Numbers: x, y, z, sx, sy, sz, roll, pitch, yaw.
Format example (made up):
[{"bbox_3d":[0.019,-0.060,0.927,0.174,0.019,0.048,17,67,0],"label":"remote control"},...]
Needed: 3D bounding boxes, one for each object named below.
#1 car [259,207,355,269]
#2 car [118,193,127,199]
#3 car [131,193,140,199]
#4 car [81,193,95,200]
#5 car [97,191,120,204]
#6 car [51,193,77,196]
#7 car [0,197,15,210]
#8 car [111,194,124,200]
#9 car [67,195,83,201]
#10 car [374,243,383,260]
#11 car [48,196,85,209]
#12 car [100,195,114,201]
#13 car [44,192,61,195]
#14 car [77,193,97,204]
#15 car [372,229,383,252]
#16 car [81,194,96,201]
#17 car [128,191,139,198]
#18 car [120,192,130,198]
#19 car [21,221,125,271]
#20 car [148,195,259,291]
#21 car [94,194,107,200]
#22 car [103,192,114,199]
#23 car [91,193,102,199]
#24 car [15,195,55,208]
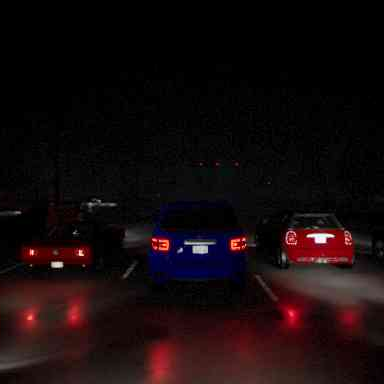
[{"bbox_3d":[3.519,1.335,11.257,2.097,1.767,4.553,0,0,0],"label":"car"},{"bbox_3d":[-19.075,1.056,91.627,2.128,1.511,4.902,0,0,-7],"label":"car"},{"bbox_3d":[-15.364,1.077,90.574,2.033,1.411,5.357,0,0,-7],"label":"car"},{"bbox_3d":[-25.275,1.094,81.148,1.837,1.490,4.892,0,0,-1],"label":"car"},{"bbox_3d":[-14.607,1.081,58.492,2.097,1.767,4.553,0,0,0],"label":"car"},{"bbox_3d":[-21.581,1.270,56.012,1.812,1.442,4.674,0,0,-1],"label":"car"},{"bbox_3d":[-21.409,1.338,36.855,1.882,1.535,5.008,0,0,-1],"label":"car"},{"bbox_3d":[-18.281,1.132,81.479,2.033,1.411,5.357,0,0,-1],"label":"car"},{"bbox_3d":[-25.169,1.246,71.596,1.895,1.301,4.718,0,0,-1],"label":"car"},{"bbox_3d":[3.597,1.490,2.113,2.128,1.511,4.902,0,0,0],"label":"car"},{"bbox_3d":[-14.426,1.453,38.457,1.895,1.301,4.718,0,0,-1],"label":"car"},{"bbox_3d":[-18.169,1.246,71.622,1.895,1.301,4.718,0,0,-1],"label":"car"},{"bbox_3d":[-25.094,0.946,59.803,2.150,2.045,5.566,0,0,0],"label":"car"},{"bbox_3d":[-18.104,1.236,58.396,1.837,1.490,4.892,0,0,0],"label":"car"},{"bbox_3d":[7.030,1.478,9.356,2.128,1.511,4.902,0,0,0],"label":"car"},{"bbox_3d":[-21.650,1.186,69.773,1.812,1.442,4.674,0,0,-1],"label":"car"},{"bbox_3d":[-14.760,0.826,80.076,2.150,2.045,5.566,0,0,-1],"label":"car"},{"bbox_3d":[-14.651,1.201,69.922,2.033,1.411,5.357,0,0,-1],"label":"car"},{"bbox_3d":[-3.475,1.585,10.801,1.895,1.301,4.718,0,0,0],"label":"car"},{"bbox_3d":[0.054,1.208,9.160,2.150,2.045,5.566,0,0,-2],"label":"car"},{"bbox_3d":[-21.747,1.159,78.991,1.994,1.385,4.181,0,0,-1],"label":"car"},{"bbox_3d":[-22.219,0.902,88.922,2.097,1.767,4.553,0,0,-3],"label":"car"},{"bbox_3d":[-26.141,1.071,91.507,2.033,1.411,5.357,0,0,-7],"label":"car"},{"bbox_3d":[-17.922,1.417,38.185,1.994,1.385,4.181,0,0,-1],"label":"car"}]
